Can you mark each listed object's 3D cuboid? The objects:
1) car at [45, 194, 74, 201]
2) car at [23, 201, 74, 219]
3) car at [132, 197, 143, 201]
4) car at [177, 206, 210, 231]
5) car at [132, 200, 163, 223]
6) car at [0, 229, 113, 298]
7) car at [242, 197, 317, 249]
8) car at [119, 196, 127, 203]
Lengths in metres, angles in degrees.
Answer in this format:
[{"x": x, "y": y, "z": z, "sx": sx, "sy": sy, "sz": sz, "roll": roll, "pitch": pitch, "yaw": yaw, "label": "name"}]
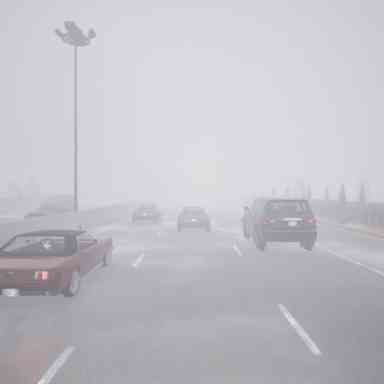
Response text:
[{"x": -14.088, "y": 1.252, "z": 35.447, "sx": 2.150, "sy": 2.045, "sz": 5.566, "roll": 0, "pitch": 0, "yaw": 0, "label": "car"}, {"x": -10.596, "y": 1.614, "z": 24.791, "sx": 1.895, "sy": 1.301, "sz": 4.718, "roll": 0, "pitch": 0, "yaw": 0, "label": "car"}, {"x": -10.898, "y": 1.694, "z": 66.753, "sx": 1.994, "sy": 1.385, "sz": 4.181, "roll": 0, "pitch": 0, "yaw": -4, "label": "car"}, {"x": 0.101, "y": 1.572, "z": 20.840, "sx": 1.994, "sy": 1.385, "sz": 4.181, "roll": 0, "pitch": 0, "yaw": 0, "label": "car"}, {"x": -3.397, "y": 1.579, "z": 26.022, "sx": 1.994, "sy": 1.385, "sz": 4.181, "roll": 0, "pitch": 0, "yaw": 0, "label": "car"}, {"x": -3.400, "y": 1.602, "z": 8.480, "sx": 1.895, "sy": 1.301, "sz": 4.718, "roll": 0, "pitch": 0, "yaw": 0, "label": "car"}, {"x": 3.600, "y": 1.226, "z": 14.600, "sx": 2.150, "sy": 2.045, "sz": 5.566, "roll": 0, "pitch": 0, "yaw": 0, "label": "car"}, {"x": -16.099, "y": 1.681, "z": 77.765, "sx": 1.882, "sy": 1.535, "sz": 5.008, "roll": 0, "pitch": 0, "yaw": -13, "label": "car"}]
